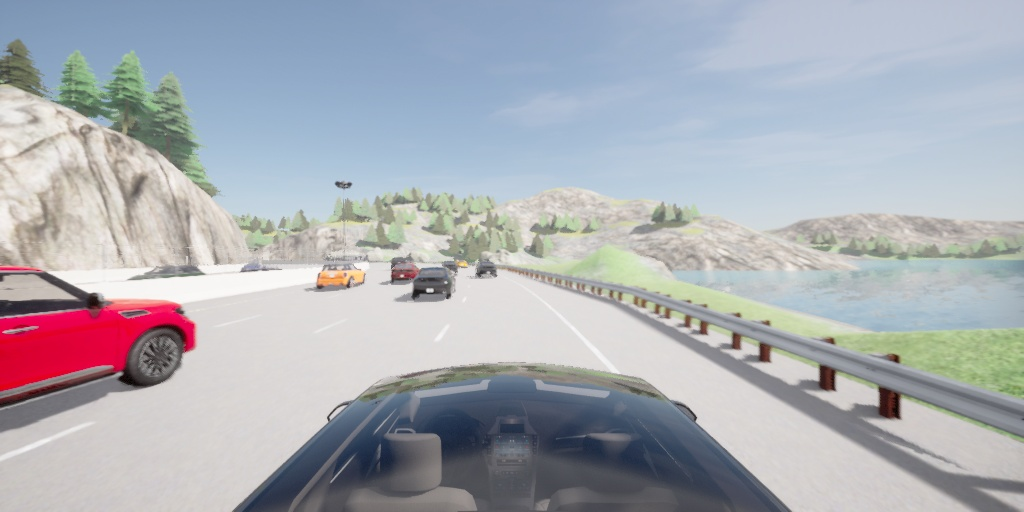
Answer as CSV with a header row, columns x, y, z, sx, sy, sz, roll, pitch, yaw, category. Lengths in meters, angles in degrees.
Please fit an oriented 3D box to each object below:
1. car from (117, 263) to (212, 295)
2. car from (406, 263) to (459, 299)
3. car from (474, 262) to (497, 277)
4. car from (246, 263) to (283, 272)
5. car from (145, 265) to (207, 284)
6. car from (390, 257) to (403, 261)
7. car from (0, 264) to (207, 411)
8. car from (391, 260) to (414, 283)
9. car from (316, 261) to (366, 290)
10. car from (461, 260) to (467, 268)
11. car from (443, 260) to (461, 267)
x,y,z,sx,sy,sz,roll,pitch,yaw,category
-22.367,1.405,23.411,2.097,1.767,4.553,-1,0,-7,car
-3.957,1.312,18.666,1.837,1.490,4.892,0,0,-5,car
-2.674,1.299,36.131,1.837,1.490,4.892,0,0,-10,car
-29.358,1.752,43.041,1.895,1.301,4.718,-1,0,-13,car
-30.894,1.674,33.233,1.837,1.490,4.892,-1,0,-10,car
-18.821,1.236,58.974,2.150,2.045,5.566,0,0,-19,car
-6.691,1.062,4.004,2.150,2.045,5.566,0,0,-1,car
-8.676,1.350,29.473,1.882,1.535,5.008,0,0,-9,car
-11.638,1.262,24.742,2.097,1.767,4.553,-1,0,-7,car
-9.210,1.365,62.838,1.882,1.535,5.008,0,0,-19,car
-7.718,1.368,43.864,1.837,1.490,4.892,0,0,-13,car
